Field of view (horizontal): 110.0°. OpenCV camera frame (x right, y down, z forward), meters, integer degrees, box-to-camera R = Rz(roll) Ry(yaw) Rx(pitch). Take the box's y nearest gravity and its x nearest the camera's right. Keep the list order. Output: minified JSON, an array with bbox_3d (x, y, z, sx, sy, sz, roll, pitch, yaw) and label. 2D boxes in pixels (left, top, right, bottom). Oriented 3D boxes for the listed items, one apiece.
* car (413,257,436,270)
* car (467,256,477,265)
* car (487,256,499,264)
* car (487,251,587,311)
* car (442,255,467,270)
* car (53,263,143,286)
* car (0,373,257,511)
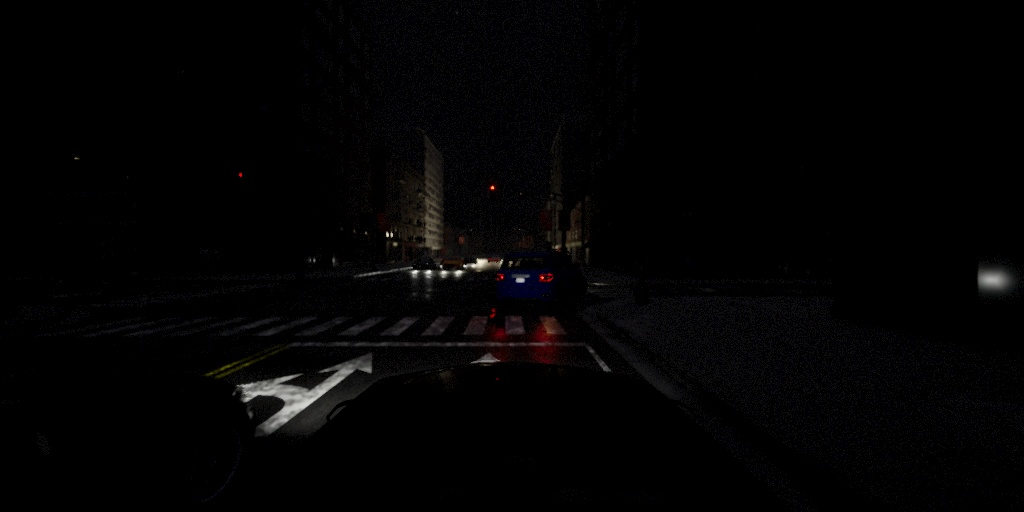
[{"bbox_3d":[-9.882,0.821,40.789,1.812,1.442,4.674,0,1,0],"label":"car"},{"bbox_3d":[-6.627,0.673,56.647,1.994,1.385,4.181,0,1,0],"label":"car"},{"bbox_3d":[-3.315,0.632,63.157,1.895,1.301,4.718,0,1,0],"label":"car"},{"bbox_3d":[1.312,0.833,13.995,2.150,2.045,5.566,-1,0,23],"label":"car"},{"bbox_3d":[-6.634,0.775,40.675,1.882,1.535,5.008,0,1,0],"label":"car"},{"bbox_3d":[-25.396,1.093,22.131,4.313,1.339,1.948,0,0,0],"label":"car"},{"bbox_3d":[-3.245,1.280,1.301,1.812,1.442,4.674,0,1,0],"label":"car"}]
